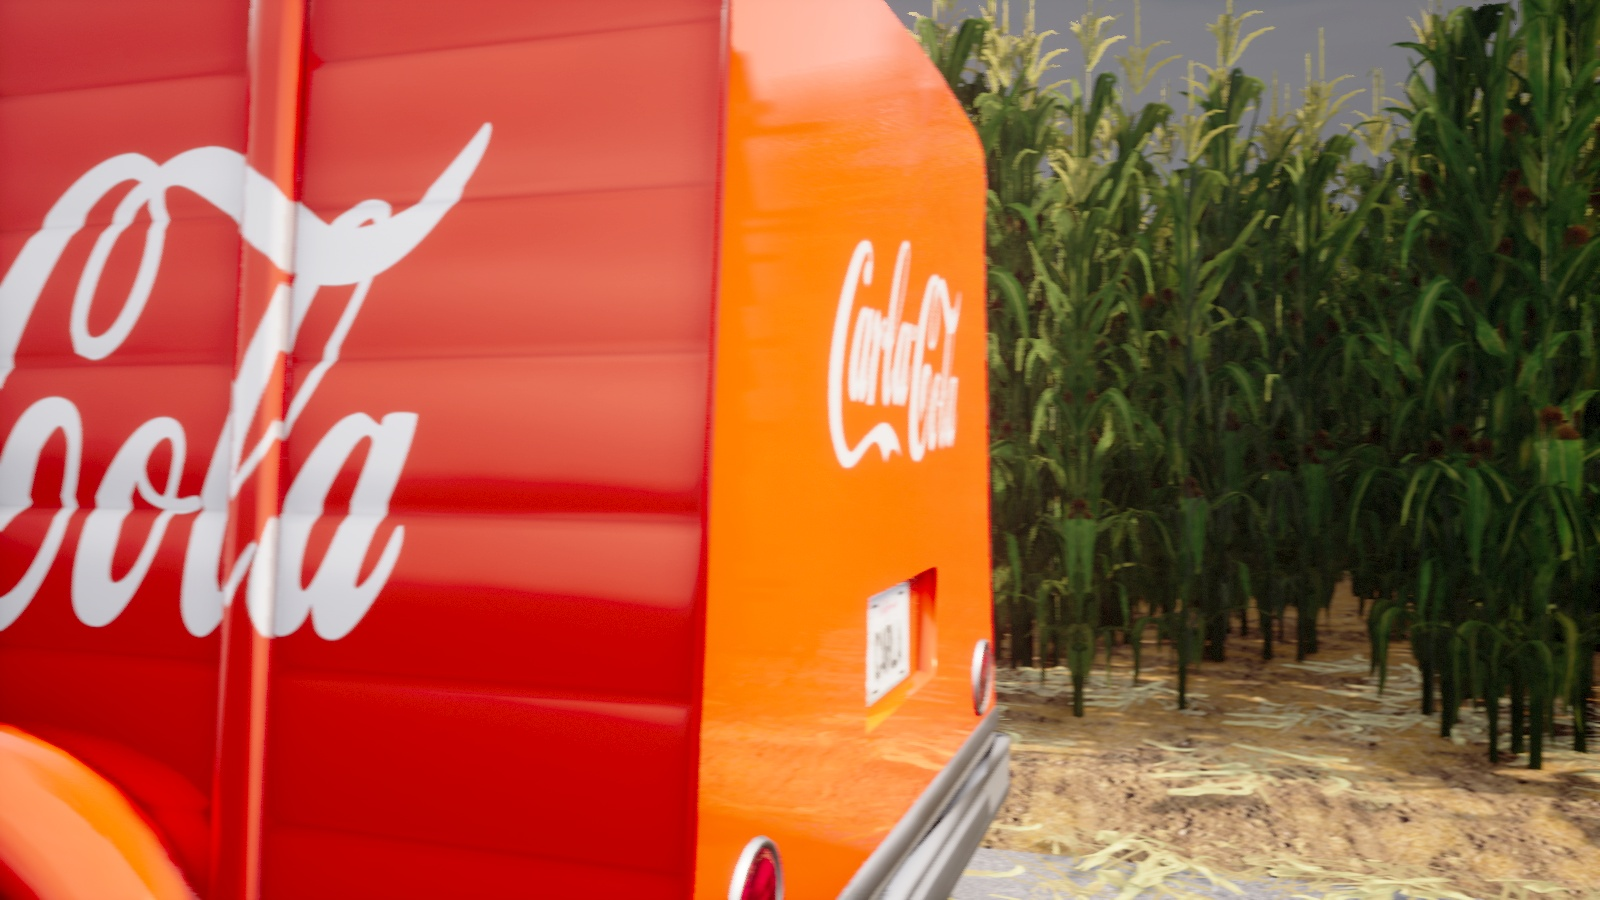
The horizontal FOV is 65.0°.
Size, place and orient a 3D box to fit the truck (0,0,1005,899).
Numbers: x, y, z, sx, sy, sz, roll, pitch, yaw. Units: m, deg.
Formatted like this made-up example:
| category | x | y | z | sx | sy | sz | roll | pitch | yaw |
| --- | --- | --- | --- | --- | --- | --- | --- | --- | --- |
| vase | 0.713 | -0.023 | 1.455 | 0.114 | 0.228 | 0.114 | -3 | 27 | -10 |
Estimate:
| category | x | y | z | sx | sy | sz | roll | pitch | yaw |
| --- | --- | --- | --- | --- | --- | --- | --- | --- | --- |
| truck | -2.252 | 0.273 | 3.522 | 5.204 | 2.467 | 2.627 | 1 | 1 | 19 |
